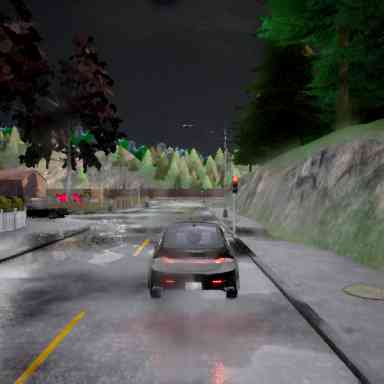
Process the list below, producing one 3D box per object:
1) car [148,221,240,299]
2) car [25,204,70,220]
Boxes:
[{"bbox_3d":[0.052,1.492,8.464,2.128,1.511,4.902,0,0,1],"label":"car"},{"bbox_3d":[-12.505,1.601,27.168,4.718,1.301,1.895,0,0,1],"label":"car"}]
